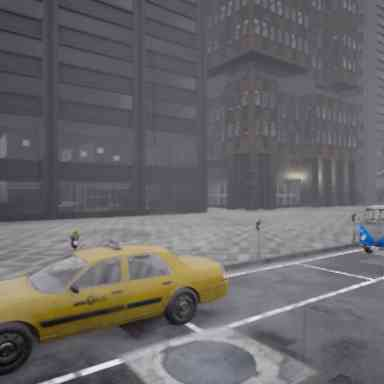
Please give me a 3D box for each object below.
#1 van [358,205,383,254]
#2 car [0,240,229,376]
[{"bbox_3d":[7.742,1.338,12.215,3.998,1.788,1.690,0,0,-36],"label":"van"},{"bbox_3d":[-1.564,1.524,5.542,4.829,1.417,1.752,0,0,-36],"label":"car"}]
